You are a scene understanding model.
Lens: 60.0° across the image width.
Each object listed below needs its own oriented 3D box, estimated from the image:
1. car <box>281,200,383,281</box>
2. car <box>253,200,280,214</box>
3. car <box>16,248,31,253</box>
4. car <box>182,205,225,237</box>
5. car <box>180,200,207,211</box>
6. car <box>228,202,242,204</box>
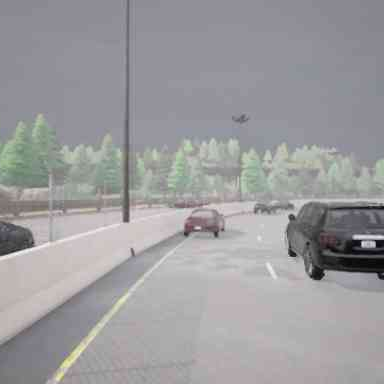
[{"bbox_3d":[4.347,1.298,10.261,2.150,2.045,5.566,0,0,7],"label":"car"},{"bbox_3d":[8.496,1.756,38.532,1.837,1.490,4.892,0,0,26],"label":"car"},{"bbox_3d":[-6.433,1.549,9.579,1.812,1.442,4.674,0,0,7],"label":"car"},{"bbox_3d":[0.760,1.633,18.771,1.812,1.442,4.674,0,0,12],"label":"car"},{"bbox_3d":[0.286,1.853,45.739,1.895,1.301,4.718,0,0,26],"label":"car"},{"bbox_3d":[7.008,1.876,50.822,1.994,1.385,4.181,0,0,30],"label":"car"}]
